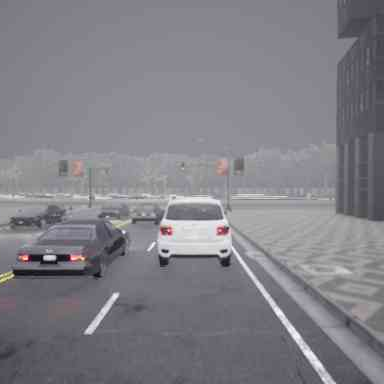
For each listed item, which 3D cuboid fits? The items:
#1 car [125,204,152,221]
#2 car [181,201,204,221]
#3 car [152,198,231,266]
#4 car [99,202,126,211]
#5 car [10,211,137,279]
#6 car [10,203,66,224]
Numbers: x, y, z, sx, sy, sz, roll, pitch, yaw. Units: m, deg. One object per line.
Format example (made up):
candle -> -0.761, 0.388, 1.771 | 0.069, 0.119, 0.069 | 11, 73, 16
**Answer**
car -> -3.240, 1.576, 24.749 | 2.033, 1.411, 5.357 | 0, 0, 0
car -> 0.004, 1.567, 28.699 | 1.812, 1.442, 4.674 | 0, 0, 0
car -> 0.074, 1.210, 11.662 | 2.150, 2.045, 5.566 | 0, 0, 0
car -> -6.671, 1.592, 28.979 | 2.033, 1.411, 5.357 | 0, 0, 0
car -> -3.194, 1.531, 9.968 | 2.033, 1.411, 5.357 | 0, 0, 0
car -> -9.911, 1.499, 21.747 | 1.882, 1.535, 5.008 | 0, 0, 0
